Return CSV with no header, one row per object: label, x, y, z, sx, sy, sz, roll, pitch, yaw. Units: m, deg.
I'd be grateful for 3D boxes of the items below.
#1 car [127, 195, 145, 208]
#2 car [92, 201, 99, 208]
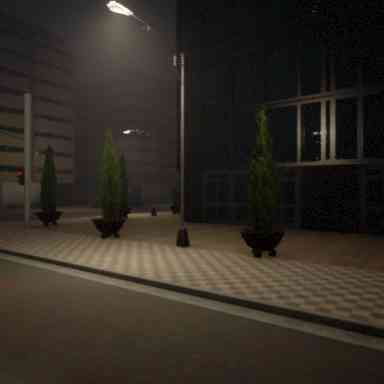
car,-8.701,1.346,46.014,2.097,1.767,4.553,0,0,35
car,-11.963,1.465,47.459,1.882,1.535,5.008,0,0,35
